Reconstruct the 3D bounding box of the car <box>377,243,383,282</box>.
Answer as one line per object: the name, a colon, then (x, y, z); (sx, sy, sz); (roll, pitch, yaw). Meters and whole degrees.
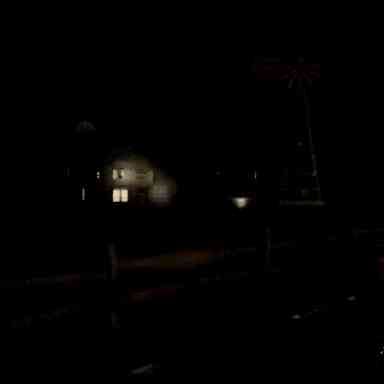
car: (6.590, 1.206, 7.761); (5.566, 2.045, 2.150); (0, 0, -35)
